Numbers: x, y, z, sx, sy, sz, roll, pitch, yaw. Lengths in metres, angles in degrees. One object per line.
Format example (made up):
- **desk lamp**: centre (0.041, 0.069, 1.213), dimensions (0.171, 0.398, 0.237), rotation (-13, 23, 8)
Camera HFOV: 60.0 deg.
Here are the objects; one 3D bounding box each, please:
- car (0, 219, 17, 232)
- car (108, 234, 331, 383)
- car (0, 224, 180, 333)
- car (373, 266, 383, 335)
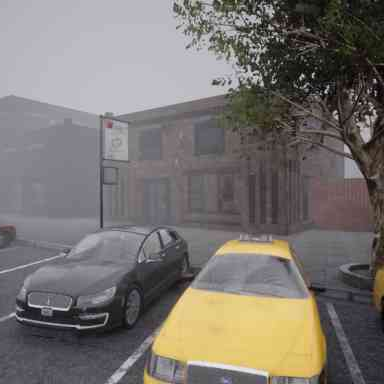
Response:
- **car**: centre (-8.741, 1.528, 12.359), dimensions (2.002, 1.452, 4.674), rotation (1, -1, 16)
- **car**: centre (0.962, 1.480, 5.186), dimensions (1.946, 1.575, 5.366), rotation (1, -1, 16)
- **car**: centre (-1.424, 1.487, 7.117), dimensions (2.231, 1.521, 4.892), rotation (1, -1, 16)
- **car**: centre (3.405, 1.480, 3.442), dimensions (1.946, 1.575, 5.366), rotation (1, -1, 16)
